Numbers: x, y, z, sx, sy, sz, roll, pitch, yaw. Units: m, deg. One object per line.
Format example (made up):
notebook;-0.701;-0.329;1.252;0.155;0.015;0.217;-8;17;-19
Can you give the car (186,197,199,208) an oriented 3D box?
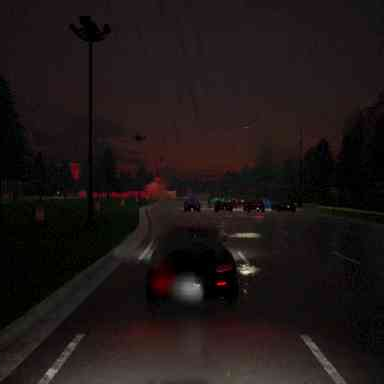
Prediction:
car;0.024;1.526;48.394;1.812;1.442;4.674;0;0;0

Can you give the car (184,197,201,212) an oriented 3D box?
car;0.019;1.601;38.382;1.895;1.301;4.718;0;0;0

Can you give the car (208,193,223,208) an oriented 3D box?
car;3.524;1.221;48.380;2.150;2.045;5.566;0;0;0

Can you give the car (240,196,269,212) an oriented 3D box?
car;7.018;1.505;37.932;1.837;1.490;4.892;0;0;0

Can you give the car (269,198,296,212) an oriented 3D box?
car;10.519;1.564;38.346;1.994;1.385;4.181;0;0;0

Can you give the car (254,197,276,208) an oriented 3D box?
car;10.524;1.547;48.347;2.033;1.411;5.357;0;0;0

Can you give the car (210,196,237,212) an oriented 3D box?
car;3.518;1.492;37.933;2.128;1.511;4.902;0;0;0

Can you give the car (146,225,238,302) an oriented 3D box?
car;0.004;1.526;8.141;1.812;1.442;4.674;0;0;0

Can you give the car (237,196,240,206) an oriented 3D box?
car;7.023;1.352;48.319;2.097;1.767;4.553;0;0;0
